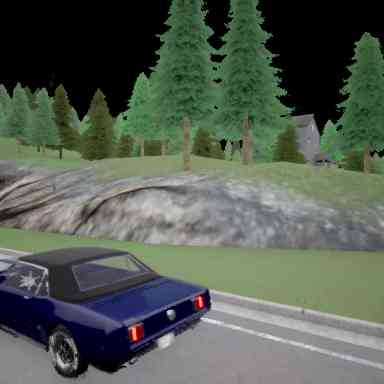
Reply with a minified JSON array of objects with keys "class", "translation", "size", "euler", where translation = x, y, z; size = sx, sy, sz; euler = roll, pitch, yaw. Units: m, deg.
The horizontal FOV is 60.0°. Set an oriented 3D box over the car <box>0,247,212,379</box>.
[{"class":"car","translation":[-2.127,1.601,5.509],"size":[4.718,1.301,1.895],"euler":[0,0,36]}]
